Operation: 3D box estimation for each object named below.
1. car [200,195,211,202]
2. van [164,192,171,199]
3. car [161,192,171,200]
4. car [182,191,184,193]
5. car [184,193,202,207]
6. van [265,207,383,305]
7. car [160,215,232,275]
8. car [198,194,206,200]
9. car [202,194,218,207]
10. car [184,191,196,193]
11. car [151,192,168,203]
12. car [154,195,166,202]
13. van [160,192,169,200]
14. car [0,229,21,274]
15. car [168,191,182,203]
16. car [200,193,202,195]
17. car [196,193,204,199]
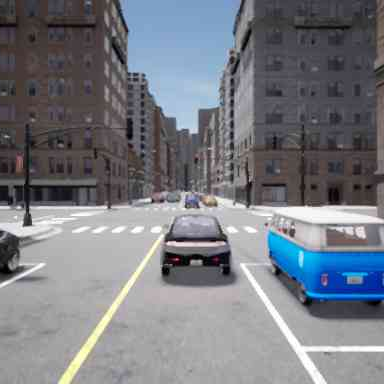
[{"bbox_3d":[2.501,1.224,63.460,1.947,1.339,4.313,0,0,-1],"label":"car"},{"bbox_3d":[-6.296,0.865,85.453,1.690,1.788,3.998,0,0,-1],"label":"van"},{"bbox_3d":[-6.230,0.873,79.929,2.192,1.841,5.009,0,0,-1],"label":"car"},{"bbox_3d":[-3.500,0.814,75.037,2.150,2.045,5.566,0,0,-1],"label":"car"},{"bbox_3d":[-0.023,1.290,44.682,1.812,1.442,4.674,0,0,-1],"label":"car"},{"bbox_3d":[2.863,1.301,7.694,1.690,1.788,3.998,0,0,0],"label":"van"},{"bbox_3d":[0.105,1.438,10.228,2.128,1.511,4.902,0,0,0],"label":"car"},{"bbox_3d":[2.295,1.140,80.036,1.802,1.307,4.206,0,0,-1],"label":"car"},{"bbox_3d":[2.705,1.277,47.053,1.752,1.417,4.829,0,0,-1],"label":"car"},{"bbox_3d":[-0.538,1.094,78.079,2.128,1.511,4.902,0,0,-1],"label":"car"},{"bbox_3d":[-5.955,1.005,57.827,2.192,1.841,5.009,0,0,-1],"label":"car"},{"bbox_3d":[-6.024,1.209,63.355,2.008,1.369,4.403,0,0,-1],"label":"car"},{"bbox_3d":[-6.162,0.933,74.404,1.690,1.788,3.998,0,0,-1],"label":"van"},{"bbox_3d":[-5.661,1.525,7.696,1.947,1.339,4.313,0,0,0],"label":"car"},{"bbox_3d":[-3.352,1.032,59.574,2.097,1.767,4.553,0,0,0],"label":"car"},{"bbox_3d":[2.638,1.162,52.408,1.967,1.590,4.097,0,0,-1],"label":"car"},{"bbox_3d":[2.157,1.039,91.087,2.008,1.369,4.403,0,0,-1],"label":"car"}]
